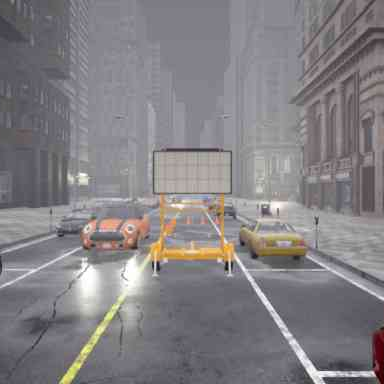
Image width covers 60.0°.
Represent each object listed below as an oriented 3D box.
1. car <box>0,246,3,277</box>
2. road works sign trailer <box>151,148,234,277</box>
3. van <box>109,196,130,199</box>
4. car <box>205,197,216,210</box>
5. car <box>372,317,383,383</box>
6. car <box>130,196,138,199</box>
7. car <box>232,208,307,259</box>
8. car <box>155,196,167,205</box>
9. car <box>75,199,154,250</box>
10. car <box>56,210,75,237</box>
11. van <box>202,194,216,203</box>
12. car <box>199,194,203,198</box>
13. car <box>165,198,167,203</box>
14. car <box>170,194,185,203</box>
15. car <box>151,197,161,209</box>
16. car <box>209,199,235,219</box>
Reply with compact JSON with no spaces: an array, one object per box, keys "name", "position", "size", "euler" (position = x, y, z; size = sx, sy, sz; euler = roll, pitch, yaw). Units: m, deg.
[{"name":"car","position":[-5.755,1.441,6.724],"size":[1.967,1.590,4.097],"euler":[0,0,0]},{"name":"road works sign trailer","position":[0.014,0.465,10.265],"size":[2.380,3.560,2.880],"euler":[0,0,0]},{"name":"van","position":[-5.735,1.344,23.301],"size":[1.690,1.788,3.998],"euler":[0,0,0]},{"name":"car","position":[2.830,1.588,39.849],"size":[1.802,1.307,4.206],"euler":[0,0,0]},{"name":"car","position":[2.771,1.315,1.175],"size":[2.192,1.841,5.009],"euler":[0,0,0]},{"name":"car","position":[-5.729,1.319,28.826],"size":[2.192,1.841,5.009],"euler":[0,0,0]},{"name":"car","position":[2.788,1.527,12.394],"size":[1.752,1.417,4.829],"euler":[0,0,0]},{"name":"car","position":[-5.691,1.555,61.979],"size":[1.887,1.381,4.507],"euler":[0,0,0]},{"name":"car","position":[-3.081,1.354,14.260],"size":[2.097,1.767,4.553],"euler":[0,0,0]},{"name":"car","position":[-5.742,1.553,17.775],"size":[2.008,1.369,4.403],"euler":[0,0,0]},{"name":"van","position":[2.848,1.349,50.899],"size":[1.690,1.788,3.998],"euler":[0,0,0]},{"name":"car","position":[2.864,1.555,61.949],"size":[1.887,1.381,4.507],"euler":[0,0,0]},{"name":"car","position":[-5.697,1.554,56.453],"size":[1.887,1.381,4.507],"euler":[0,0,0]},{"name":"car","position":[-2.931,1.504,64.451],"size":[2.128,1.511,4.902],"euler":[0,0,1]},{"name":"car","position":[-5.710,1.532,45.233],"size":[1.752,1.417,4.829],"euler":[0,0,0]},{"name":"car","position":[2.813,1.555,28.799],"size":[2.008,1.369,4.403],"euler":[0,0,0]}]
